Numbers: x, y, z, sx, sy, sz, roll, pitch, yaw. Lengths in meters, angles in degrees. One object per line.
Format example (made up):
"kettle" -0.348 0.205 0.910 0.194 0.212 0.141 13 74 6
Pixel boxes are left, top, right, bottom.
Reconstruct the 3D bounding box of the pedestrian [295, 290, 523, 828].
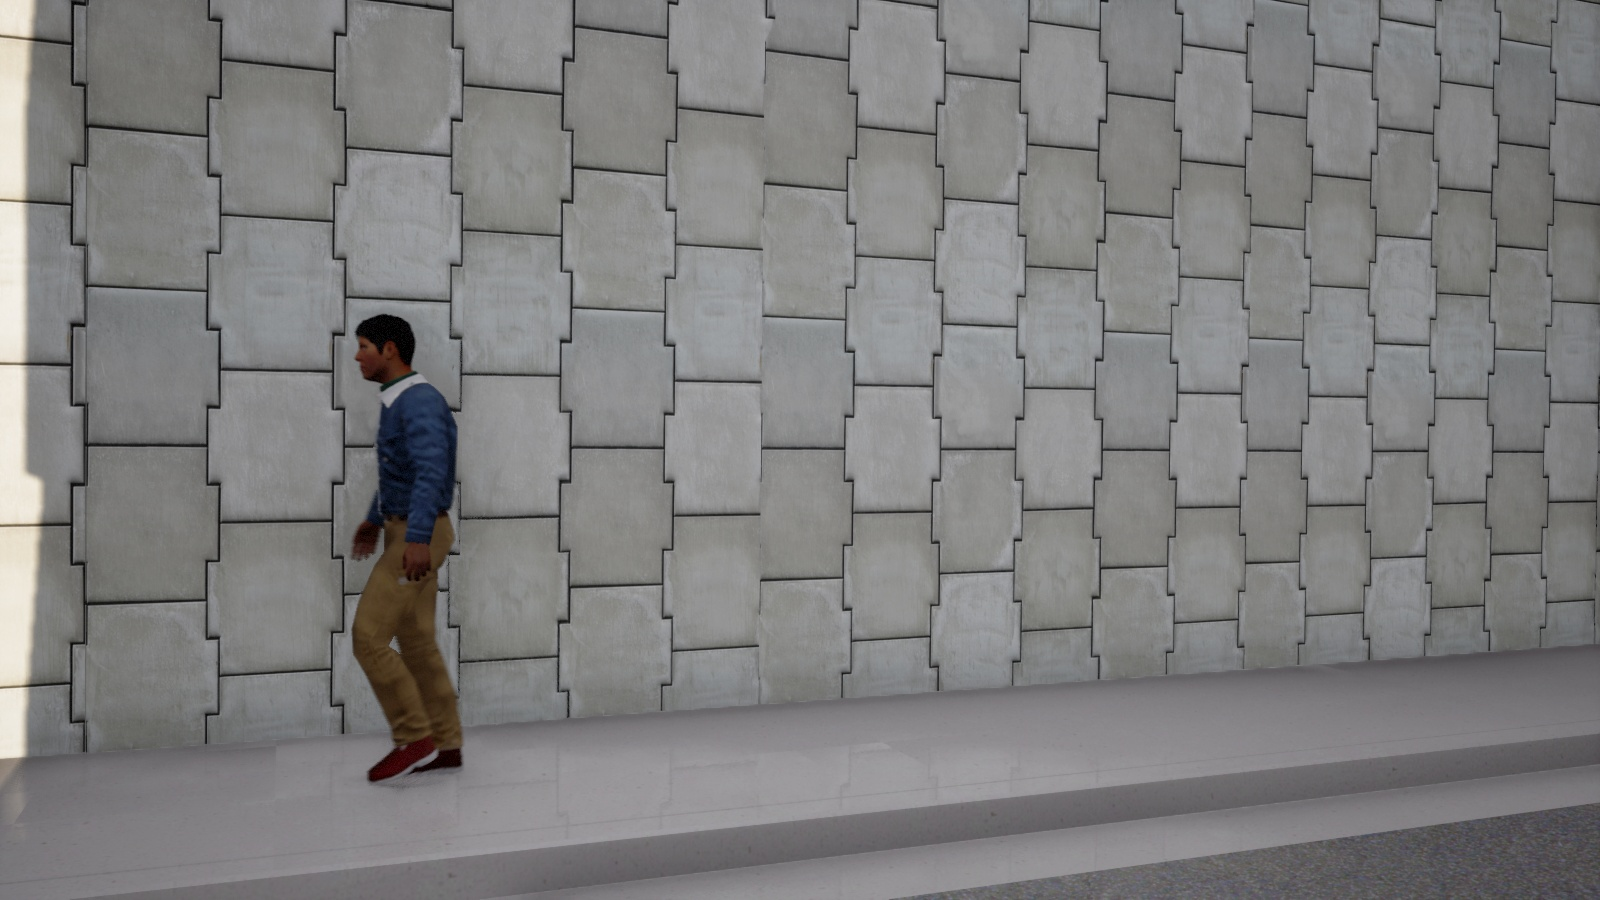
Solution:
"pedestrian" -1.526 0.390 4.889 0.788 1.949 0.423 -1 1 -22
